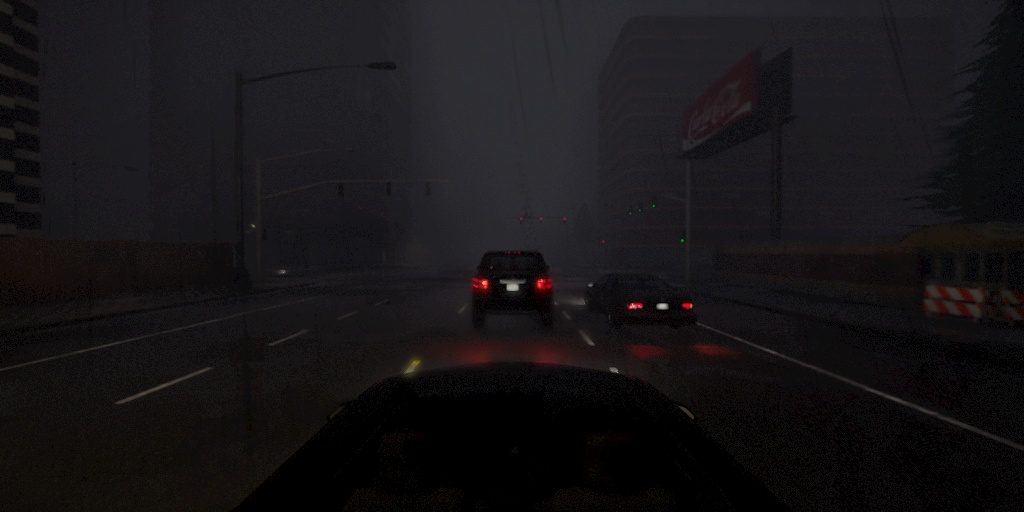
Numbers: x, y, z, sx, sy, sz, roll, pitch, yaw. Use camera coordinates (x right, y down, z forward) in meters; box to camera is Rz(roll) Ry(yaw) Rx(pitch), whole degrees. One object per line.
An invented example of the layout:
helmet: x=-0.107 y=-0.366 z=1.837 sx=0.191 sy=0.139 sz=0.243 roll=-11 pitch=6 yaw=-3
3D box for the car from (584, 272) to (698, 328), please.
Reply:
car: x=3.540 y=1.199 z=10.901 sx=2.033 sy=1.411 sz=5.357 roll=0 pitch=1 yaw=1

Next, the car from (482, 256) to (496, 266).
car: x=-3.557 y=0.700 z=55.408 sx=1.812 sy=1.442 sz=4.674 roll=0 pitch=1 yaw=0

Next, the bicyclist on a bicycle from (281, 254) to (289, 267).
bicyclist on a bicycle: x=-28.008 y=0.595 z=44.210 sx=0.582 sy=1.620 sz=1.656 roll=0 pitch=1 yaw=0

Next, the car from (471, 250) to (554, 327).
car: x=0.043 y=0.862 z=11.228 sx=2.150 sy=2.045 sz=5.566 roll=0 pitch=0 yaw=1
